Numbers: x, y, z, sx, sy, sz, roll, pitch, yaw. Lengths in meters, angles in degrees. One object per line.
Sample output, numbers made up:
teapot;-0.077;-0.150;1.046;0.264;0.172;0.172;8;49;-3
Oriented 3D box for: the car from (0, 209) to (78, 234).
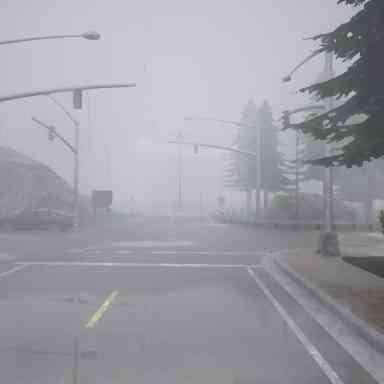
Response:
car;-9.872;1.852;21.342;4.892;1.490;1.837;0;-1;0
